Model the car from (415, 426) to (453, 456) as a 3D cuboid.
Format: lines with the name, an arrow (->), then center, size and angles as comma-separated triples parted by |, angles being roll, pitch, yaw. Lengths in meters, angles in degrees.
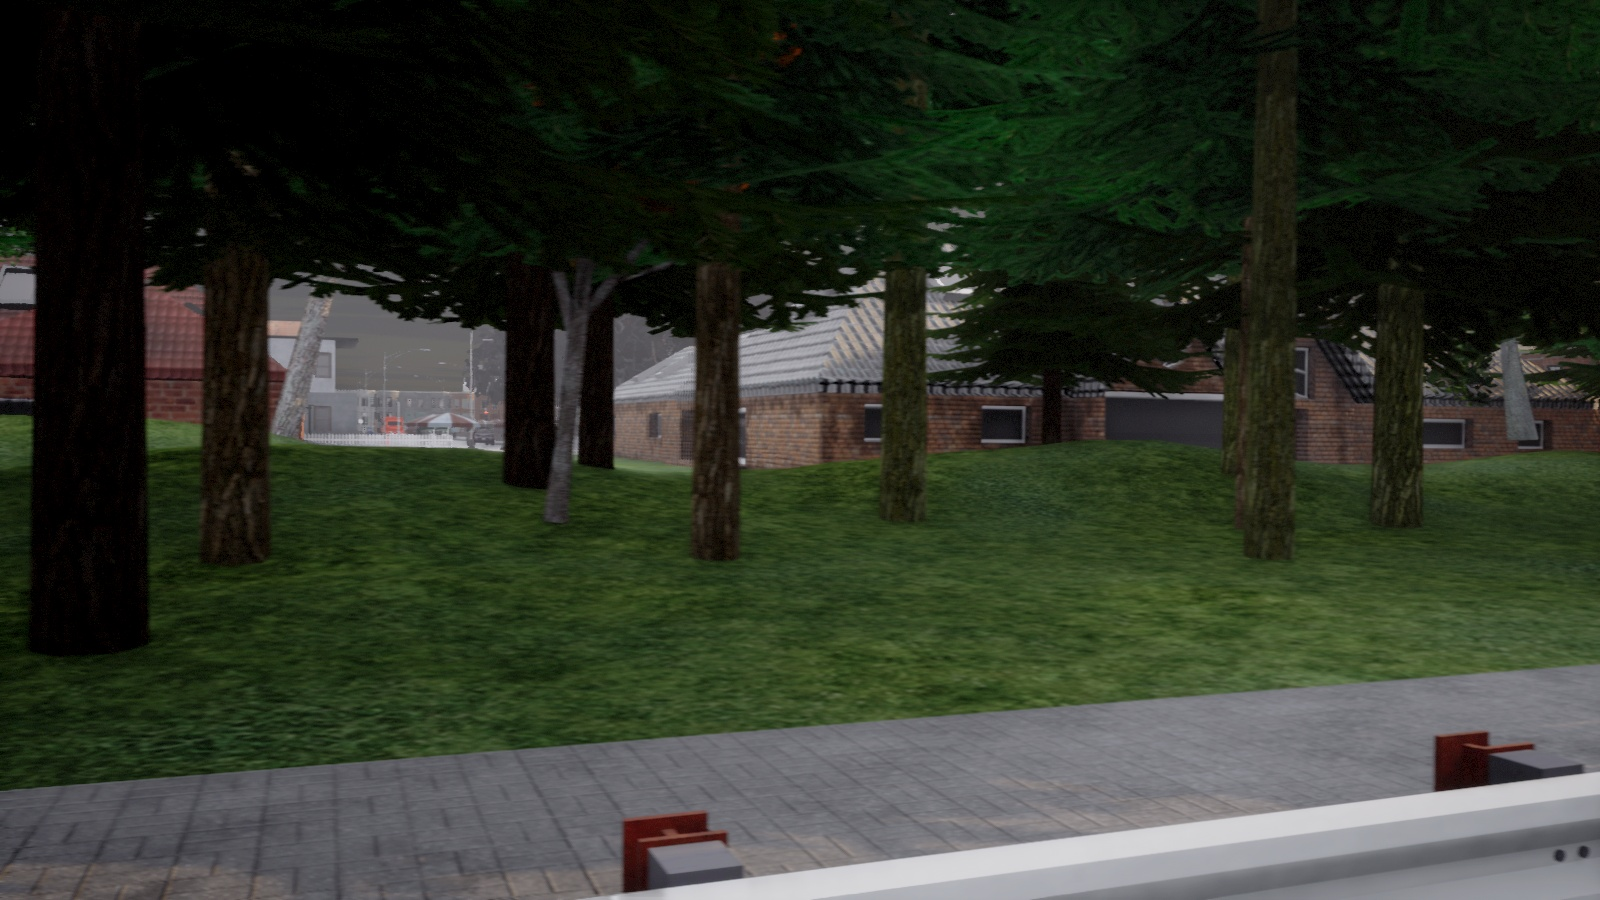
car -> -26.499, -0.675, 90.874 | 2.150, 2.045, 5.566 | -1, 1, -21
